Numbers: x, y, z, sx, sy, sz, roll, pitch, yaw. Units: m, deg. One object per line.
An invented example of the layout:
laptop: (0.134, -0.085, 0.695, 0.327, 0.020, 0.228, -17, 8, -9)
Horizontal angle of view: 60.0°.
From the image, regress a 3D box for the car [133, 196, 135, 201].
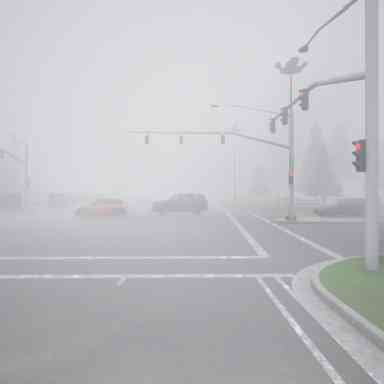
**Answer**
car: (-12.456, 1.518, 72.377, 1.812, 1.442, 4.674, 0, 0, 0)

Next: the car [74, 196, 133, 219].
car: (-7.778, 1.349, 28.897, 4.553, 1.767, 2.097, 0, 0, -1)

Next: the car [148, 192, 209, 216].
car: (-1.157, 1.219, 32.496, 5.566, 2.045, 2.150, 0, 0, -1)

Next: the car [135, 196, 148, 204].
car: (-8.874, 1.541, 62.659, 2.033, 1.411, 5.357, 0, 0, 0)

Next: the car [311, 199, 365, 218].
car: (13.411, 1.545, 29.212, 5.357, 1.411, 2.033, 0, 0, -1)
